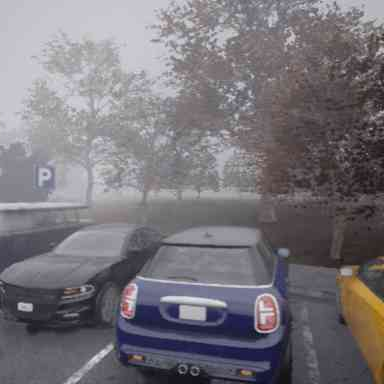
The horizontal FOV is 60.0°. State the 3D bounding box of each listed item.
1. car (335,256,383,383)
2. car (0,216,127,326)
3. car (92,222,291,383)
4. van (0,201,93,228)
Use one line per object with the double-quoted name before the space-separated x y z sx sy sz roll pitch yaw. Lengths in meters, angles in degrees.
"car" 2.991 1.486 3.967 2.097 1.535 5.008 0 -1 15
"car" -1.852 1.483 7.403 2.097 1.535 5.008 1 -1 15
"car" 0.558 1.358 5.662 2.185 1.767 4.553 0 -1 15
"van" -4.271 1.258 9.215 1.878 1.987 4.442 0 -1 15
